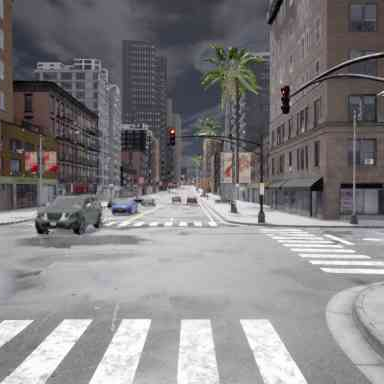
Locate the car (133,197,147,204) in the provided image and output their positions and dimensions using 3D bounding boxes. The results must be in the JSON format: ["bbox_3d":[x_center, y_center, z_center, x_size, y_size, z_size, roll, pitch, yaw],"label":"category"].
[{"bbox_3d":[-9.876,1.560,63.405,1.895,1.301,4.718,0,0,0],"label":"car"}]

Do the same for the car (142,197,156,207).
[{"bbox_3d":[-6.675,1.504,51.284,1.812,1.442,4.674,0,0,0],"label":"car"}]

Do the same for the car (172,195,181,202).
[{"bbox_3d":[-3.285,1.440,70.908,2.128,1.511,4.902,0,0,0],"label":"car"}]

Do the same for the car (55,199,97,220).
[{"bbox_3d":[-9.900,1.471,28.888,1.882,1.535,5.008,0,0,0],"label":"car"}]

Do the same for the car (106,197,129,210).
[{"bbox_3d":[-9.919,1.463,44.684,1.882,1.535,5.008,0,0,0],"label":"car"}]

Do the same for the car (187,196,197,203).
[{"bbox_3d":[-0.045,1.502,71.377,1.994,1.385,4.181,0,0,0],"label":"car"}]

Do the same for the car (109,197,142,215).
[{"bbox_3d":[-6.654,1.470,33.374,1.882,1.535,5.008,0,0,0],"label":"car"}]

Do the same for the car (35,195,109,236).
[{"bbox_3d":[-6.604,1.176,18.590,2.150,2.045,5.566,1,0,0],"label":"car"}]

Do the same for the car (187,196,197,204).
[{"bbox_3d":[0.000,1.440,61.335,1.882,1.535,5.008,0,0,0],"label":"car"}]
